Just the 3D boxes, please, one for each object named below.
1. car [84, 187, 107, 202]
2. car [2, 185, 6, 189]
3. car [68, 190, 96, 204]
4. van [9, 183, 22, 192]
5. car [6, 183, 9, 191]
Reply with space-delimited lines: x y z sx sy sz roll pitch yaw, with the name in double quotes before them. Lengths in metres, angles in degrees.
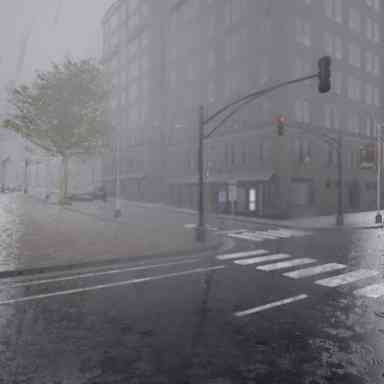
"car" -13.797 0.249 46.900 2.150 2.045 5.566 0 3 -35
"car" -41.609 -1.150 76.765 2.192 1.841 5.009 2 0 -35
"car" -14.391 0.759 42.815 1.895 1.301 4.718 0 2 -35
"van" -36.792 -0.891 70.004 1.690 1.788 3.998 2 0 -35
"car" -38.727 -0.775 72.708 2.008 1.369 4.403 2 0 -35
